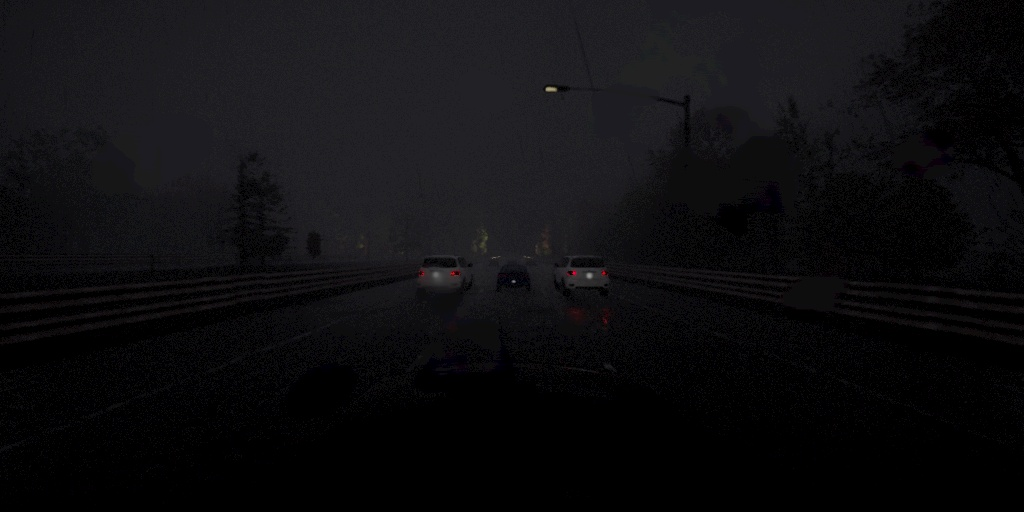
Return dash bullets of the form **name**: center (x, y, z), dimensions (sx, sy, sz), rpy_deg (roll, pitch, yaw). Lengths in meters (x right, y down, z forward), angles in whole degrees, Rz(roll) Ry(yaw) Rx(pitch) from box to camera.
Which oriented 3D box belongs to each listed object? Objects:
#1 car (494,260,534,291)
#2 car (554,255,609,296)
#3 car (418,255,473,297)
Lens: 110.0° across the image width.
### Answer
- **car**: center (0.093, 1.221, 21.768), dimensions (1.882, 1.535, 5.008), rpy_deg (0, 0, 0)
- **car**: center (3.593, 0.967, 19.312), dimensions (2.150, 2.045, 5.566), rpy_deg (0, 0, 0)
- **car**: center (-3.408, 0.967, 19.157), dimensions (2.150, 2.045, 5.566), rpy_deg (0, 0, 0)
